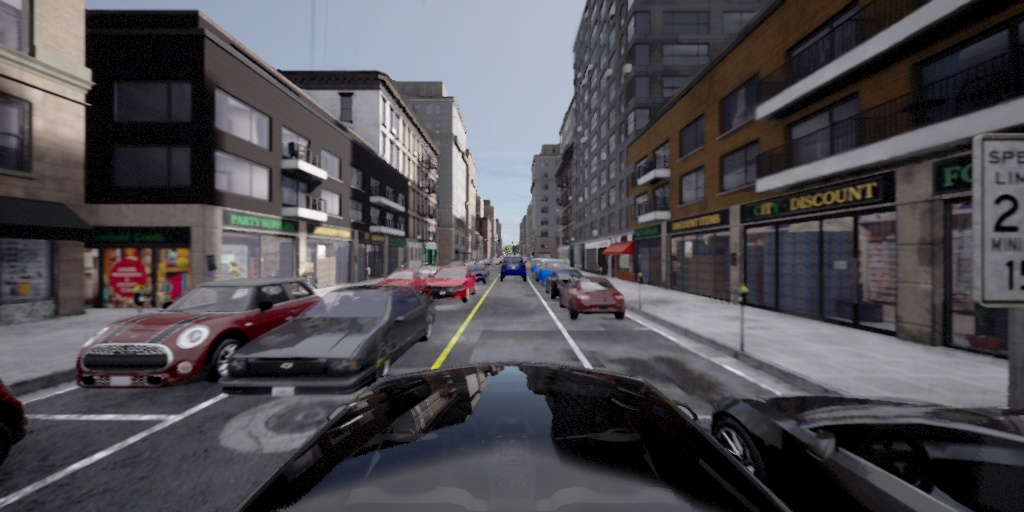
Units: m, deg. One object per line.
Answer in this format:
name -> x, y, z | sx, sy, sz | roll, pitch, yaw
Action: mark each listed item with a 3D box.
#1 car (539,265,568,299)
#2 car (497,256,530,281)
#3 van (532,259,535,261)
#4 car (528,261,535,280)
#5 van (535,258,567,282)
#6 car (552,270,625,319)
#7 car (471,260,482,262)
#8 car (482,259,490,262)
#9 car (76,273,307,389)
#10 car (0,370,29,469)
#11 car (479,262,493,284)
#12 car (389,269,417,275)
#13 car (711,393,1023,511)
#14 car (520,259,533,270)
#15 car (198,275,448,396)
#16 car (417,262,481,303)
car -> 2.645, 1.325, 17.943 | 1.948, 1.339, 4.313 | 0, 0, 0
car -> 0.117, 0.997, 30.671 | 2.150, 2.045, 5.566 | 0, 0, 0
van -> 2.653, 1.119, 34.474 | 1.690, 1.789, 3.998 | 0, 0, 0
car -> 2.651, 1.320, 28.964 | 2.007, 1.370, 4.403 | 0, 0, 0
van -> 2.648, 1.105, 23.453 | 1.690, 1.789, 3.998 | 0, 0, 0
car -> 2.643, 1.337, 12.433 | 1.802, 1.307, 4.207 | 0, 0, 0
car -> -5.366, 1.345, 45.500 | 2.007, 1.370, 4.403 | 0, 0, 0
car -> -5.358, 1.403, 62.033 | 1.802, 1.307, 4.207 | 0, 0, 0
car -> -5.385, 1.192, 6.925 | 1.967, 1.591, 4.097 | 0, 0, 0
car -> -5.388, 1.190, 1.415 | 1.967, 1.591, 4.097 | 0, 0, 0
car -> -2.738, 1.369, 27.091 | 1.895, 1.301, 4.718 | 0, 0, 0
car -> -5.380, 1.340, 17.946 | 1.802, 1.307, 4.207 | 0, 0, 0
car -> 2.637, 1.316, 1.410 | 1.948, 1.339, 4.313 | 0, 0, 0
car -> 2.251, 1.268, 55.569 | 1.801, 1.575, 5.366 | 0, 0, 0
car -> -2.839, 1.300, 7.119 | 2.033, 1.411, 5.357 | 0, 0, 0
car -> -2.802, 1.236, 17.071 | 1.882, 1.535, 5.008 | 0, 0, 0
